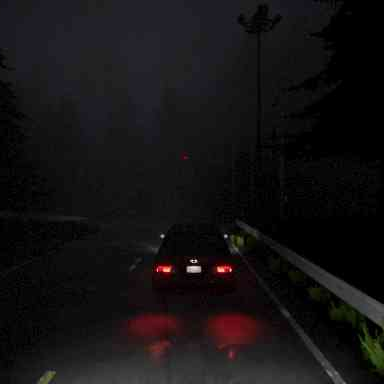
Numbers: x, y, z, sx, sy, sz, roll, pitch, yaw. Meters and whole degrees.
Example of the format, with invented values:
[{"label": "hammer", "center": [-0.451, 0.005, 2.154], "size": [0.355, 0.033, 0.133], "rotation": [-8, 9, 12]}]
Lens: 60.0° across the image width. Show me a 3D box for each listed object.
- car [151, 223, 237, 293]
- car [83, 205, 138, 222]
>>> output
[{"label": "car", "center": [0.054, 1.545, 8.963], "size": [2.033, 1.411, 5.357], "rotation": [0, 0, 0]}, {"label": "car", "center": [-7.597, 1.910, 31.152], "size": [5.008, 1.535, 1.882], "rotation": [3, -1, 1]}]
